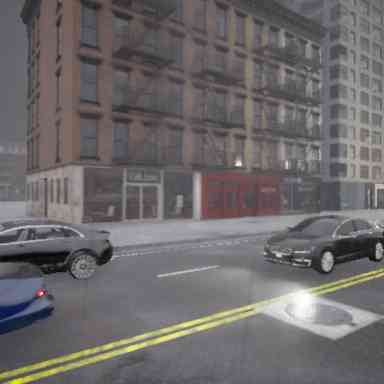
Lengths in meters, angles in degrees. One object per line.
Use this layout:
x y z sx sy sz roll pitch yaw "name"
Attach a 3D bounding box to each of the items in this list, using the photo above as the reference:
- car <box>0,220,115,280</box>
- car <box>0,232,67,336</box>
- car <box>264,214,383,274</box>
-4.414 1.495 8.399 4.902 1.511 2.128 0 0 -35 "car"
-4.678 1.546 4.231 5.357 1.411 2.033 0 0 -35 "car"
4.401 1.522 10.690 4.892 1.490 1.837 0 0 -35 "car"
